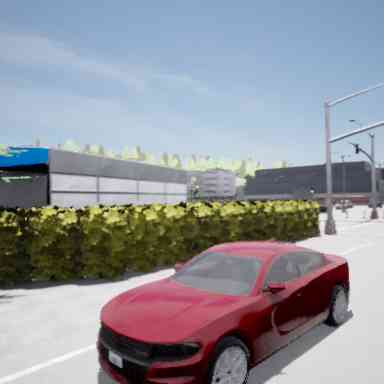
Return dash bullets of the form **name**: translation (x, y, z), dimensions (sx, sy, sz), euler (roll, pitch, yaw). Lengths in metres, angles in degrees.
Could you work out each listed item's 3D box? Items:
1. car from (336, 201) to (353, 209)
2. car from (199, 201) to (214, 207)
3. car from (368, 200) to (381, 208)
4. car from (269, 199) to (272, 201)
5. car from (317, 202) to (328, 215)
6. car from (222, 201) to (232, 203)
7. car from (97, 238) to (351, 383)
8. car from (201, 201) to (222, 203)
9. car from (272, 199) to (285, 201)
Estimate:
- **car**: translation (26.774, 2.319, 58.378), dimensions (1.970, 1.475, 3.806), euler (-2, -2, 43)
- **car**: translation (3.976, 3.239, 89.181), dimensions (1.970, 1.475, 3.806), euler (-2, -2, 43)
- **car**: translation (34.028, 2.271, 61.742), dimensions (1.845, 1.501, 3.633), euler (-2, -2, 43)
- **car**: translation (18.186, 2.560, 76.264), dimensions (1.905, 1.878, 3.866), euler (-2, -2, 43)
- **car**: translation (16.197, 2.081, 42.774), dimensions (2.007, 1.523, 4.514), euler (-2, -2, 43)
- **car**: translation (8.870, 2.987, 85.024), dimensions (2.152, 1.636, 5.027), euler (-2, -2, 43)
- **car**: translation (0.910, 1.599, 5.467), dimensions (1.882, 1.535, 5.008), euler (-2, -2, 45)
- **car**: translation (3.260, 2.768, 65.460), dimensions (2.007, 1.523, 4.514), euler (-2, -2, 43)
- **car**: translation (20.585, 2.504, 74.575), dimensions (1.932, 1.855, 4.605), euler (-2, -2, 43)
